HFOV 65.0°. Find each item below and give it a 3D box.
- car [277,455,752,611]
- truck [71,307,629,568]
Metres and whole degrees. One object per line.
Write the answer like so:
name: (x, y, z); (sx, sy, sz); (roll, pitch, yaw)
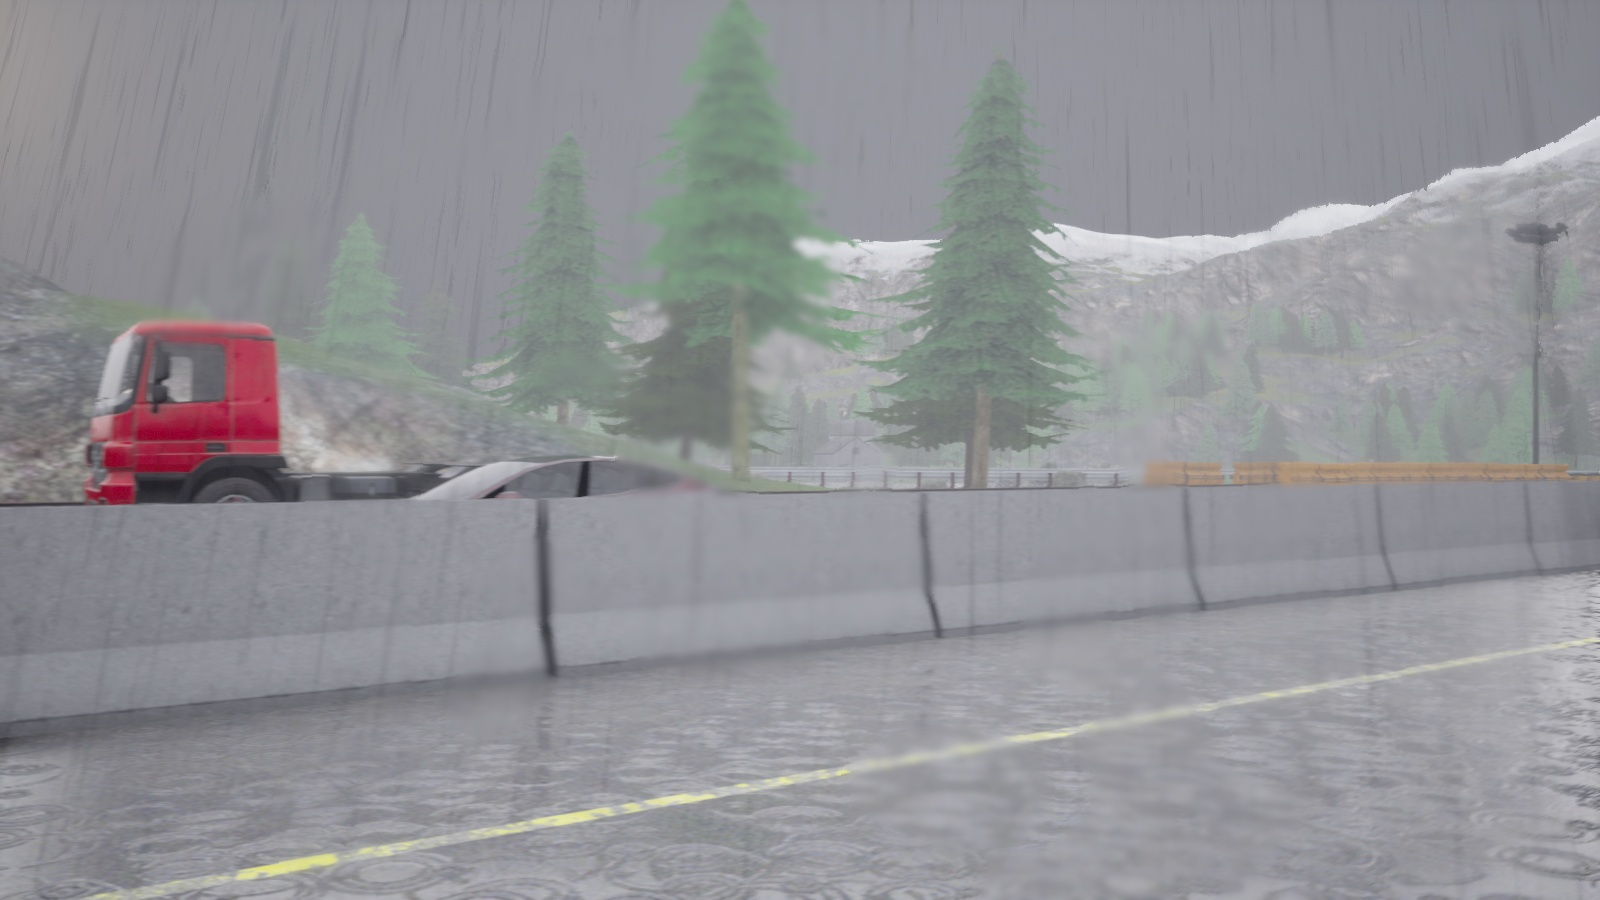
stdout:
car: (-3.152, 0.803, 14.257); (4.792, 1.488, 2.163); (0, 0, -35)
truck: (-6.972, -0.155, 20.133); (7.936, 3.462, 2.891); (0, 0, -35)
